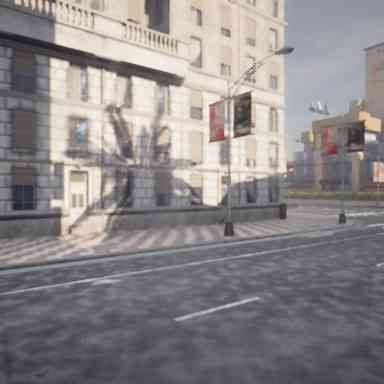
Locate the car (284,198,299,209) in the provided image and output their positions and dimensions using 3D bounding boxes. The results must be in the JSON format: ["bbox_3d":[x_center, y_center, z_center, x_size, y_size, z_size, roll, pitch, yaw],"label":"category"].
[{"bbox_3d":[12.073,1.514,44.175,1.994,1.385,4.181,0,0,-36],"label":"car"}]
